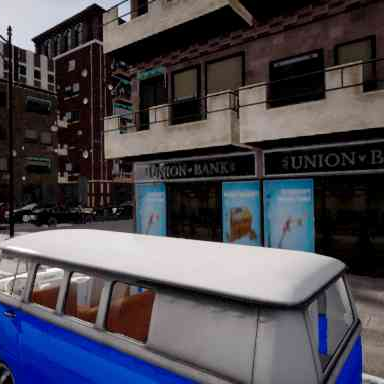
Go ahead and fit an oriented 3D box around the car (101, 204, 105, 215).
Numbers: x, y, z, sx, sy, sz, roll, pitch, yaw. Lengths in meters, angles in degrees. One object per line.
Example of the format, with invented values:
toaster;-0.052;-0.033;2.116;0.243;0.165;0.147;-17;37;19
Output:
car;-8.820;1.798;36.408;1.947;1.339;4.313;-2;-1;36

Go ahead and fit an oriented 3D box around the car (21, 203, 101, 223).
car;-8.690;1.583;22.357;1.947;1.339;4.313;-2;-1;36

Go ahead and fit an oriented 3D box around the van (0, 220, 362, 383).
van;-0.516;1.342;3.219;3.998;1.788;1.690;0;-1;35

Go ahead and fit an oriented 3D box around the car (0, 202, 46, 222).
car;-12.484;1.635;26.980;1.837;1.490;4.892;-1;-1;36

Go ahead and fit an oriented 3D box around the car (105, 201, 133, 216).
car;-6.349;1.681;35.389;2.128;1.511;4.902;-1;-1;36
